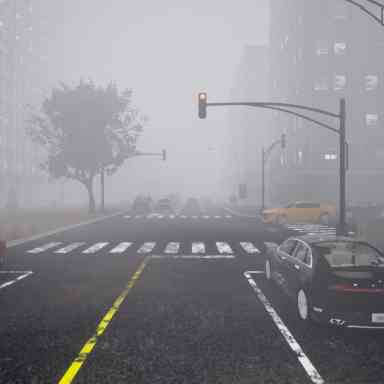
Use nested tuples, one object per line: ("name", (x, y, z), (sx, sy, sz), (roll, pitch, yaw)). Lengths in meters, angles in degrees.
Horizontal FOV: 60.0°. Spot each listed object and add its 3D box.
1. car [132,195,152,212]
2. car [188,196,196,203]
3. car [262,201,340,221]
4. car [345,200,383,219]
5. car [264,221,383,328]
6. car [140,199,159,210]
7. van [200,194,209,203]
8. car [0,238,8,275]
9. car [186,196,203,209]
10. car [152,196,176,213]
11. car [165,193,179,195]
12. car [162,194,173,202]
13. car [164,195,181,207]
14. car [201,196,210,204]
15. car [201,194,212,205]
("car", (-5.700, 1.336, 39.288), (2.192, 1.841, 5.009), (0, 0, 0))
("car", (-0.014, 1.659, 73.478), (1.895, 1.301, 4.718), (0, 0, 0))
("car", (7.409, 1.383, 23.181), (5.008, 1.535, 1.882), (-2, 0, -7))
("car", (13.421, 1.350, 26.310), (4.403, 1.369, 2.008), (-1, 1, -1))
("car", (2.688, 1.551, 6.902), (2.008, 1.369, 4.403), (0, 0, 0))
("car", (-5.701, 1.592, 44.811), (1.947, 1.339, 4.313), (0, 0, 0))
("van", (2.674, 1.402, 72.428), (1.690, 1.788, 3.998), (0, 0, 0))
("car", (-5.692, 1.545, 6.900), (1.887, 1.381, 4.507), (0, 0, 0))
("car", (0.089, 1.576, 47.116), (2.033, 1.411, 5.357), (0, 0, 0))
("car", (-3.106, 1.525, 37.933), (1.837, 1.490, 4.892), (0, 0, 0))
("car", (-3.097, 1.263, 58.718), (2.150, 2.045, 5.566), (0, 0, -1))
("car", (-5.708, 1.386, 77.948), (2.192, 1.841, 5.009), (0, 0, 0))
("car", (-3.104, 1.521, 48.140), (2.128, 1.511, 4.902), (0, 0, 0))
("car", (2.676, 1.578, 67.074), (1.752, 1.417, 4.829), (0, 0, 0))
("car", (2.677, 1.611, 61.381), (1.947, 1.339, 4.313), (0, 0, 0))
